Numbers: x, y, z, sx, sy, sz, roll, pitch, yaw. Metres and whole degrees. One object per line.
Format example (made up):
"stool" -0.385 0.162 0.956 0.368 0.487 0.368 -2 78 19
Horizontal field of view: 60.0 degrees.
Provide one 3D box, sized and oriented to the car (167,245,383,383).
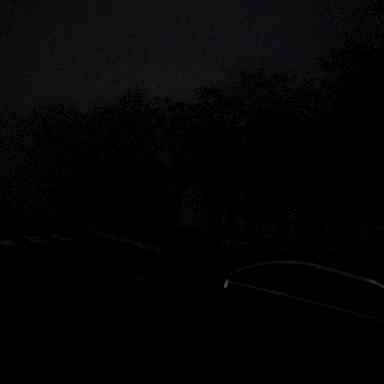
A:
"car" 1.576 1.418 4.079 2.128 1.511 4.902 -1 1 -39
